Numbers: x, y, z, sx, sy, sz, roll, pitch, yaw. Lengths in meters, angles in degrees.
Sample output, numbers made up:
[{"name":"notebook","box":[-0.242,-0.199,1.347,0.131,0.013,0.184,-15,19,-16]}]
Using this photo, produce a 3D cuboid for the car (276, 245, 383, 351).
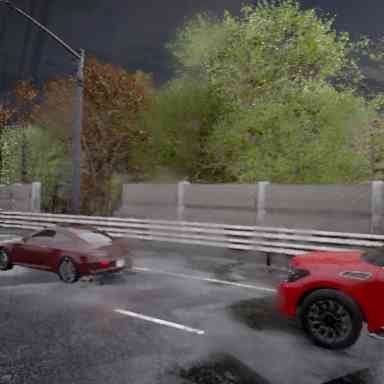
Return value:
[{"name":"car","box":[4.177,1.489,5.073,5.566,2.045,2.150,0,-2,34]}]

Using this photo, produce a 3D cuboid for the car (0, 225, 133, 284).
[{"name":"car","box":[-3.927,1.717,10.110,4.674,1.442,1.812,1,-2,29]}]
